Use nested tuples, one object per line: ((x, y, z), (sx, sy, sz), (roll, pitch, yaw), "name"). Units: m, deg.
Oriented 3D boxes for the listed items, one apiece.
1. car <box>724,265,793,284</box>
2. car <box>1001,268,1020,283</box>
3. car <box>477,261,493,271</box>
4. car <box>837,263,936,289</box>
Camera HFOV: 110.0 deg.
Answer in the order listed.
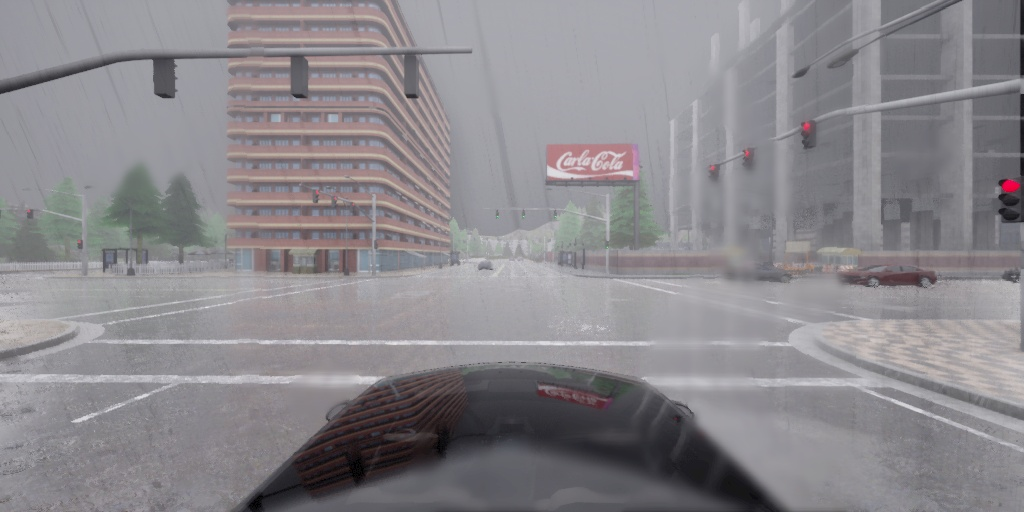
((17.889, 1.313, 26.168), (4.181, 1.385, 1.994), (0, 0, 0), "car")
((38.837, 1.254, 26.043), (4.892, 1.490, 1.837), (0, 0, 0), "car")
((-3.507, 1.322, 47.898), (2.033, 1.411, 5.357), (0, 0, 0), "car")
((23.515, 1.227, 22.638), (5.008, 1.535, 1.882), (0, 0, 0), "car")
